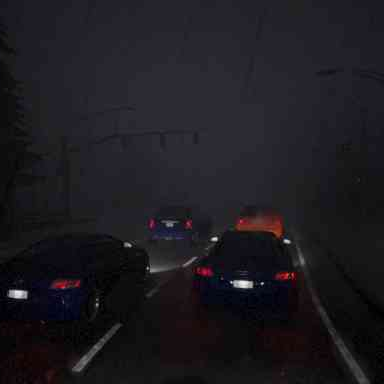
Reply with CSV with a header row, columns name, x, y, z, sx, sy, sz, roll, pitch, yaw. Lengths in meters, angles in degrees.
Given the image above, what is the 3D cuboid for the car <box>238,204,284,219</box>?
name,x,y,z,sx,sy,sz,roll,pitch,yaw
car,3.352,1.352,16.106,2.097,1.767,4.553,0,0,14

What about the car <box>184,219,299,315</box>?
name,x,y,z,sx,sy,sz,roll,pitch,yaw
car,1.325,1.564,7.708,1.994,1.385,4.181,0,0,13

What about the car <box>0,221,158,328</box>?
name,x,y,z,sx,sy,sz,roll,pitch,yaw
car,-2.351,1.564,7.165,1.994,1.385,4.181,0,0,10

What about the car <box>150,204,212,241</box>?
name,x,y,z,sx,sy,sz,roll,pitch,yaw
car,-0.393,1.352,15.563,2.097,1.767,4.553,0,0,14
